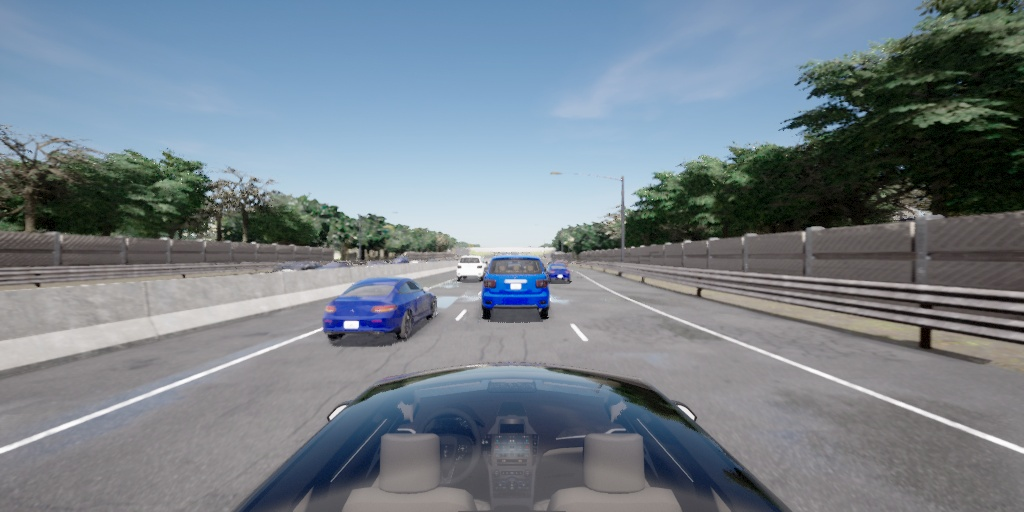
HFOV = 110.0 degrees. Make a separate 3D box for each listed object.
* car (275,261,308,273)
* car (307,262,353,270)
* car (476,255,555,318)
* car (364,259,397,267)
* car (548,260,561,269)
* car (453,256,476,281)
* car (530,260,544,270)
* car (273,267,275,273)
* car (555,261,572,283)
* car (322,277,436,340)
[{"bbox_3d":[-20.955,1.312,36.121,2.128,1.511,4.902,0,0,1],"label":"car"},{"bbox_3d":[-17.466,1.366,35.436,2.033,1.411,5.357,0,0,0],"label":"car"},{"bbox_3d":[0.120,0.993,13.210,2.150,2.045,5.566,0,0,0],"label":"car"},{"bbox_3d":[-13.950,1.314,36.891,2.128,1.511,4.902,0,0,1],"label":"car"},{"bbox_3d":[7.408,1.428,63.167,1.837,1.490,4.892,0,0,1],"label":"car"},{"bbox_3d":[-3.303,1.028,30.547,2.150,2.045,5.566,0,0,0],"label":"car"},{"bbox_3d":[3.818,1.391,55.607,1.837,1.490,4.892,0,0,1],"label":"car"},{"bbox_3d":[-23.696,1.304,38.840,1.882,1.535,5.008,0,0,-3],"label":"car"},{"bbox_3d":[3.587,1.328,28.872,1.812,1.442,4.674,0,0,0],"label":"car"},{"bbox_3d":[-3.388,1.291,9.878,1.812,1.442,4.674,0,0,0],"label":"car"}]
